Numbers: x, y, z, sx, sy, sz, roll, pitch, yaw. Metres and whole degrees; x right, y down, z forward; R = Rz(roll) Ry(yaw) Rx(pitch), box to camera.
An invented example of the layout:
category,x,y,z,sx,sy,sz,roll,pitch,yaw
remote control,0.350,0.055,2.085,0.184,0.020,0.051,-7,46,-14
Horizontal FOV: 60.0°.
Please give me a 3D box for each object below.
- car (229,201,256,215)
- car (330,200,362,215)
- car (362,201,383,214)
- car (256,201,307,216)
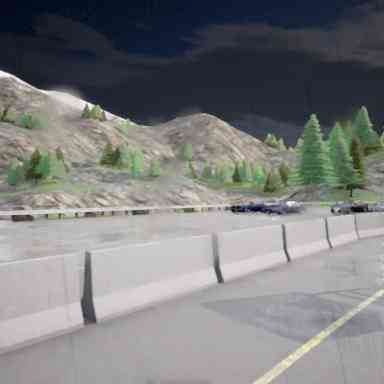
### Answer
category,x,y,z,sx,sy,sz,roll,pitch,yaw
car,6.161,1.632,34.938,4.718,1.301,1.895,0,0,-38
car,15.907,1.551,33.524,4.902,1.511,2.128,0,0,-36
car,18.130,1.591,30.826,4.674,1.442,1.812,0,0,-36
car,9.171,1.587,32.874,5.357,1.411,2.033,0,0,-38
